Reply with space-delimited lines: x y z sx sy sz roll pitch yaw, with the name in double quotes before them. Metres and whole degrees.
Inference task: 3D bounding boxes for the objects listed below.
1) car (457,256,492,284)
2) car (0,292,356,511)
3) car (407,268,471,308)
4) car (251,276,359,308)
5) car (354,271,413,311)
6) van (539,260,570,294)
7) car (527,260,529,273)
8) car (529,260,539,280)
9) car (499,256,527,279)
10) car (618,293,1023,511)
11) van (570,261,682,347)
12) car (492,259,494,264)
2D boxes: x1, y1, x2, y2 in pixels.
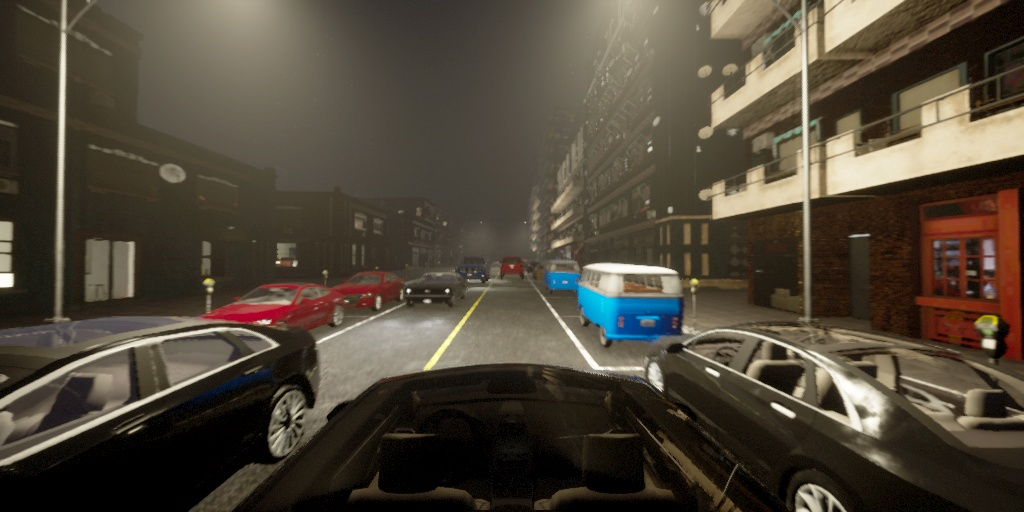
"car" -3.002 0.986 28.246 2.150 2.045 5.566 0 0 0
"car" -3.096 1.242 2.145 2.128 1.511 4.902 0 0 0
"car" -3.097 1.362 15.362 1.895 1.301 4.718 0 0 0
"car" -5.690 1.338 8.946 1.802 1.307 4.207 0 0 0
"car" -5.690 1.305 14.526 1.888 1.381 4.507 0 0 0
"van" 2.690 1.106 20.144 1.690 1.789 3.998 0 0 0
"car" 2.689 1.339 42.467 1.948 1.339 4.313 0 0 0
"car" 2.689 1.296 31.475 1.751 1.417 4.829 0 0 0
"car" -0.001 0.994 32.736 2.150 2.045 5.566 0 0 0
"car" 2.692 1.302 3.402 2.007 1.370 4.403 0 0 0
"van" 2.691 1.097 8.981 1.690 1.789 3.998 0 0 0
"car" -3.030 1.297 34.328 1.812 1.442 4.674 0 0 0
